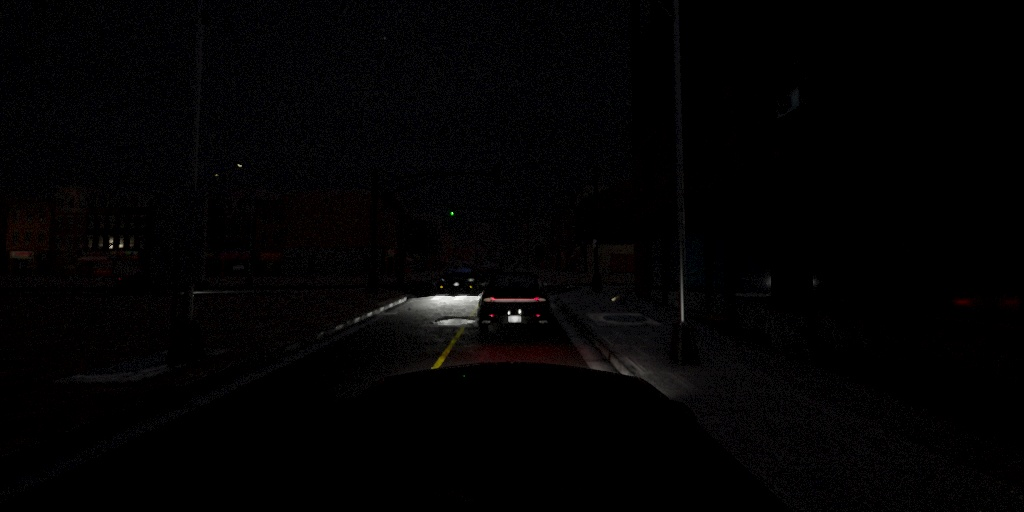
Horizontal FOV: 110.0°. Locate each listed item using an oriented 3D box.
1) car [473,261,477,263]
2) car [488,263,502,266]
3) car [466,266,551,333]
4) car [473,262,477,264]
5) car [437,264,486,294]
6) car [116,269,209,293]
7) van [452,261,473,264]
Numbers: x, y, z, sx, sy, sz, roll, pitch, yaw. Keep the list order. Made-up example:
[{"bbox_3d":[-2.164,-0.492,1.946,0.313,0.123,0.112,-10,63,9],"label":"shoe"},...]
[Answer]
[{"bbox_3d":[-5.309,1.558,44.960,2.192,1.841,5.009,0,0,0],"label":"car"},{"bbox_3d":[-2.660,2.050,64.823,2.033,1.411,5.357,0,-1,0],"label":"car"},{"bbox_3d":[0.069,1.223,10.743,2.128,1.511,4.902,0,1,0],"label":"car"},{"bbox_3d":[-5.311,1.692,39.976,2.007,1.370,4.403,0,0,0],"label":"car"},{"bbox_3d":[-2.706,1.239,19.344,1.994,1.385,4.181,0,-2,0],"label":"car"},{"bbox_3d":[-20.528,1.447,21.189,4.181,1.385,1.994,0,-3,0],"label":"car"},{"bbox_3d":[-5.314,1.414,36.656,1.690,1.789,3.998,0,0,0],"label":"van"}]
